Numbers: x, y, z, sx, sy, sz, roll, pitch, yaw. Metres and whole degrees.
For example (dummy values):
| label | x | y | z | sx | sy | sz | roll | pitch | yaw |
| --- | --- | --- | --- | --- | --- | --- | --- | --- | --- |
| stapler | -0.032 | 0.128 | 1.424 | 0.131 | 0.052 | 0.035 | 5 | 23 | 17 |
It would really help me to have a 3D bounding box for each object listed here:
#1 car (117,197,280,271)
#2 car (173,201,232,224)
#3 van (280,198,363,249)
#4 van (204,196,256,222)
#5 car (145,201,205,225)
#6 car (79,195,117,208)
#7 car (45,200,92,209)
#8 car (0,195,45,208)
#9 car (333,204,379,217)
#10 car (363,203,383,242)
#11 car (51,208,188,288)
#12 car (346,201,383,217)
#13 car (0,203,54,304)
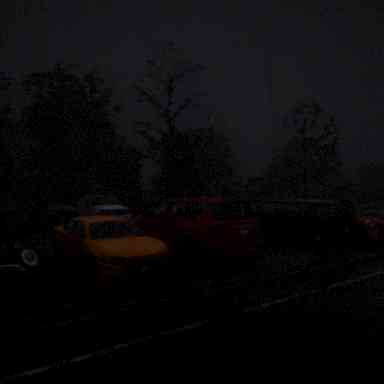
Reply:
| label | x | y | z | sx | sy | sz | roll | pitch | yaw |
| --- | --- | --- | --- | --- | --- | --- | --- | --- | --- |
| car | -0.136 | 1.196 | 11.165 | 2.435 | 2.045 | 5.566 | 1 | 0 | -36 |
| car | 0.714 | 1.559 | 27.095 | 1.946 | 1.575 | 5.366 | 1 | -1 | -36 |
| van | 4.833 | 1.283 | 14.860 | 1.878 | 1.987 | 4.442 | 1 | 0 | -36 |
| van | 3.161 | 1.384 | 28.485 | 1.878 | 1.987 | 4.442 | 1 | -1 | -36 |
| car | -1.446 | 1.520 | 25.541 | 1.946 | 1.575 | 5.366 | 1 | 0 | -36 |
| car | -5.959 | 1.208 | 22.029 | 2.435 | 2.045 | 5.566 | 0 | 0 | -36 |
| car | -8.232 | 1.444 | 20.404 | 2.231 | 1.521 | 4.892 | 0 | 0 | -36 |
| car | -10.377 | 1.180 | 18.818 | 2.435 | 2.045 | 5.566 | 0 | 0 | -36 |
| car | 19.976 | 2.221 | 40.696 | 2.002 | 1.452 | 4.674 | 2 | -1 | -36 |
| car | 7.347 | 1.423 | 16.564 | 2.185 | 1.767 | 4.553 | 1 | -1 | -36 |
| car | -2.484 | 1.434 | 9.430 | 2.097 | 1.535 | 5.008 | 0 | 0 | -36 |
| car | 22.526 | 2.163 | 42.587 | 2.185 | 1.767 | 4.553 | 2 | -1 | -35 |
| car | -4.954 | 1.296 | 7.666 | 2.185 | 1.767 | 4.553 | 0 | 0 | -36 |
